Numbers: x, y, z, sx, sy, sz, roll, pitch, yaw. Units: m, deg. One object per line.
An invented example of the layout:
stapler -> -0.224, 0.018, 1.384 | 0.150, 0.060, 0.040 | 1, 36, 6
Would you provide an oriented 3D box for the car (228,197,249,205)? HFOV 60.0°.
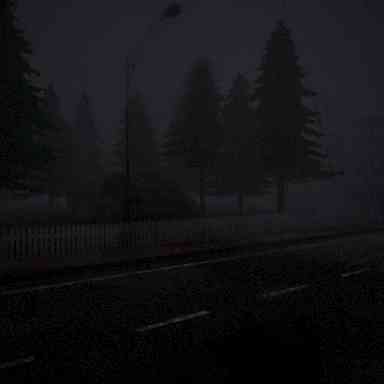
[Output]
car -> 8.833, 1.600, 60.651 | 2.033, 1.411, 5.357 | 0, 0, -34
